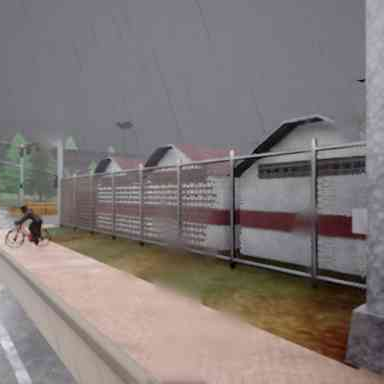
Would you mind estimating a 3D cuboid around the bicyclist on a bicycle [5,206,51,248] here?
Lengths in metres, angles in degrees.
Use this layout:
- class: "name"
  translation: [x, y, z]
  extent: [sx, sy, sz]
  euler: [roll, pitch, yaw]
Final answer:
- class: "bicyclist on a bicycle"
  translation: [-6.505, 1.403, 13.233]
  extent: [1.656, 1.620, 0.582]
  euler: [0, 0, -19]

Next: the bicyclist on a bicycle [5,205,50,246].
- class: "bicyclist on a bicycle"
  translation: [-7.107, 1.413, 14.413]
  extent: [1.656, 1.620, 0.582]
  euler: [0, 0, -43]

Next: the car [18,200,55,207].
- class: "car"
  translation: [-22.269, 1.869, 47.920]
  extent: [4.892, 1.490, 1.837]
  euler: [0, 0, -39]
